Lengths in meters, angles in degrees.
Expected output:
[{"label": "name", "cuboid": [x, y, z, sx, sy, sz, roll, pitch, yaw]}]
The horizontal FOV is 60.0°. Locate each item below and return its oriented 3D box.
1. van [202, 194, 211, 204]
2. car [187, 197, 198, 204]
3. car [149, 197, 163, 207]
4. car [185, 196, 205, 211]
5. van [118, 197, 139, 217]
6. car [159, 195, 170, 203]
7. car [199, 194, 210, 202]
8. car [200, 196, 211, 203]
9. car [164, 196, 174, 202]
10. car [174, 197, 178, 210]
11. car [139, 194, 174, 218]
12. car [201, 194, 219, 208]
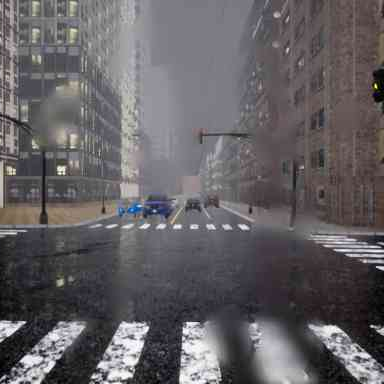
[{"label": "van", "cuboid": [2.757, 1.364, 63.863, 1.690, 1.788, 3.998, 0, 0, 0]}, {"label": "car", "cuboid": [0.100, 1.623, 63.003, 1.895, 1.301, 4.718, 0, 0, 1]}, {"label": "car", "cuboid": [-5.634, 1.541, 52.598, 1.752, 1.417, 4.829, 0, 0, 0]}, {"label": "car", "cuboid": [0.144, 1.557, 40.802, 2.033, 1.411, 5.357, 0, 0, 0]}, {"label": "van", "cuboid": [-5.658, 1.346, 30.565, 1.690, 1.788, 3.998, 0, 0, 0]}, {"label": "car", "cuboid": [-5.617, 1.467, 69.421, 1.967, 1.590, 4.097, 0, 0, 0]}, {"label": "car", "cuboid": [2.769, 1.347, 74.964, 2.192, 1.841, 5.009, 0, 0, 0]}, {"label": "car", "cuboid": [2.764, 1.578, 69.413, 2.008, 1.369, 4.403, 0, 0, 0]}, {"label": "car", "cuboid": [-5.605, 1.587, 80.523, 2.008, 1.369, 4.403, 0, 0, 0]}, {"label": "car", "cuboid": [-3.054, 1.610, 39.944, 1.895, 1.301, 4.718, 0, 0, 0]}, {"label": "car", "cuboid": [-3.075, 1.226, 30.234, 2.150, 2.045, 5.566, 0, 0, 0]}, {"label": "car", "cuboid": [2.740, 1.328, 47.210, 2.192, 1.841, 5.009, 0, 0, 0]}]
